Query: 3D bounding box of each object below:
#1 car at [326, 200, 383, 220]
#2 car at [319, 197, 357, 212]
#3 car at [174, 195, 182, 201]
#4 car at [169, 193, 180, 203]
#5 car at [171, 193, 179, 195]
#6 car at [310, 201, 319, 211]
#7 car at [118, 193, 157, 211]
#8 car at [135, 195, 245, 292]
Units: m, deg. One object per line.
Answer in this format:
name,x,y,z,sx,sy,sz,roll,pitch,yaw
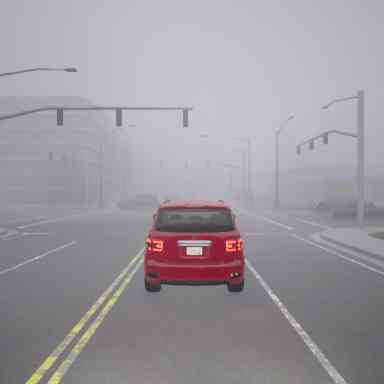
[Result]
car,13.945,1.564,27.912,4.181,1.385,1.994,0,0,1
car,16.562,1.478,35.079,5.008,1.535,1.882,0,0,0
car,-3.622,1.552,85.312,1.994,1.385,4.181,0,0,0
car,-3.600,1.225,70.171,2.150,2.045,5.566,0,0,0
car,-3.667,1.351,56.409,2.097,1.767,4.553,0,0,0
car,16.103,1.352,38.586,4.553,1.767,2.097,0,0,0
car,-6.512,1.184,41.444,2.150,2.045,5.566,2,1,40
car,0.060,1.221,9.047,2.150,2.045,5.566,0,0,0
